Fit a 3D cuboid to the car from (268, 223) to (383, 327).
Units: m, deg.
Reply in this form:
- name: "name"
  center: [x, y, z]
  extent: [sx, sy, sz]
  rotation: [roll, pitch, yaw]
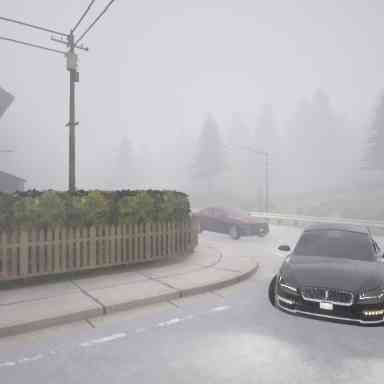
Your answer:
- name: "car"
  center: [3.151, 1.505, 7.292]
  extent: [1.837, 1.490, 4.892]
  rotation: [0, 0, 27]

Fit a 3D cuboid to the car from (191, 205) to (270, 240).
- name: "car"
  center: [1.851, 1.478, 17.428]
  extent: [1.882, 1.535, 5.008]
  rotation: [0, 0, -33]
